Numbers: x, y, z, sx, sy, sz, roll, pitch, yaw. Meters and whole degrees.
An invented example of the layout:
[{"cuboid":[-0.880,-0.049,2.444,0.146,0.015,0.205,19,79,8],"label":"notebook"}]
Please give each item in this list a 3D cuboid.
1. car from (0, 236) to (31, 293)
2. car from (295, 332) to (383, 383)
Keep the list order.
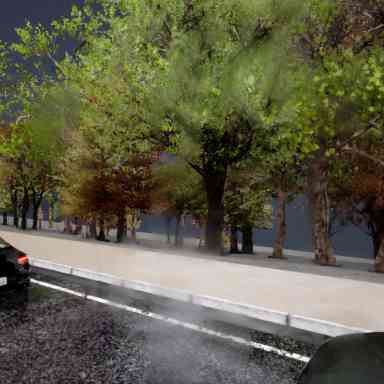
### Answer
[{"cuboid":[-5.487,1.524,7.556,4.674,1.442,1.812,0,0,35],"label":"car"},{"cuboid":[2.630,1.564,1.810,4.181,1.385,1.994,0,0,35],"label":"car"}]
